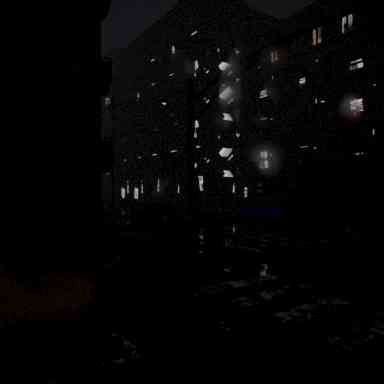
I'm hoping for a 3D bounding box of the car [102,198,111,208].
[{"bbox_3d":[-11.737,1.463,47.827,1.887,1.381,4.507,-1,0,-36],"label":"car"}]

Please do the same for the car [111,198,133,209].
[{"bbox_3d":[-8.407,1.463,43.249,1.887,1.381,4.507,-1,0,-36],"label":"car"}]

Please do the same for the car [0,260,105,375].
[{"bbox_3d":[-3.568,1.525,4.020,4.829,1.417,1.752,0,0,-36],"label":"car"}]

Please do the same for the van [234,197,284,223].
[{"bbox_3d":[4.913,1.280,24.934,1.690,1.788,3.998,0,0,-36],"label":"van"}]

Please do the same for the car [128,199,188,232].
[{"bbox_3d":[-1.876,1.441,20.020,1.967,1.590,4.097,0,0,-36],"label":"car"}]
